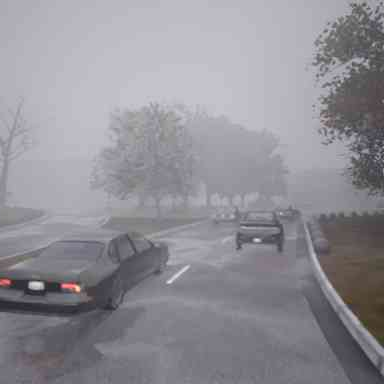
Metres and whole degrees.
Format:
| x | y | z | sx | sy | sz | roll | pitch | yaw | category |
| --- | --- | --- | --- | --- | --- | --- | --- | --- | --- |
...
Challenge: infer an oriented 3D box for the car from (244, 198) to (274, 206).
| x | y | z | sx | sy | sz | roll | pitch | yaw | category |
| --- | --- | --- | --- | --- | --- | --- | --- | --- | --- |
| 14.355 | 2.280 | 68.812 | 5.566 | 2.045 | 2.150 | 0 | -1 | 38 | car |

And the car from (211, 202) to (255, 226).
| x | y | z | sx | sy | sz | roll | pitch | yaw | category |
| --- | --- | --- | --- | --- | --- | --- | --- | --- | --- |
| 3.004 | 1.714 | 24.772 | 2.033 | 1.411 | 5.357 | 0 | -1 | 21 | car |

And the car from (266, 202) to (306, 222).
| x | y | z | sx | sy | sz | roll | pitch | yaw | category |
| --- | --- | --- | --- | --- | --- | --- | --- | --- | --- |
| 8.329 | 1.824 | 29.259 | 1.994 | 1.385 | 4.181 | 0 | -1 | 29 | car |

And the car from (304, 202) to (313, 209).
| x | y | z | sx | sy | sz | roll | pitch | yaw | category |
| --- | --- | --- | --- | --- | --- | --- | --- | --- | --- |
| 21.232 | 2.607 | 65.463 | 1.895 | 1.301 | 4.718 | 1 | -1 | -32 | car |

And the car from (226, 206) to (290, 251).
| x | y | z | sx | sy | sz | roll | pitch | yaw | category |
| --- | --- | --- | --- | --- | --- | --- | --- | --- | --- |
| 3.082 | 1.572 | 14.581 | 2.128 | 1.511 | 4.902 | 0 | 0 | 16 | car |

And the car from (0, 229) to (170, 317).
| x | y | z | sx | sy | sz | roll | pitch | yaw | category |
| --- | --- | --- | --- | --- | --- | --- | --- | --- | --- |
| -2.041 | 1.591 | 7.893 | 2.033 | 1.411 | 5.357 | 0 | 0 | 12 | car |
